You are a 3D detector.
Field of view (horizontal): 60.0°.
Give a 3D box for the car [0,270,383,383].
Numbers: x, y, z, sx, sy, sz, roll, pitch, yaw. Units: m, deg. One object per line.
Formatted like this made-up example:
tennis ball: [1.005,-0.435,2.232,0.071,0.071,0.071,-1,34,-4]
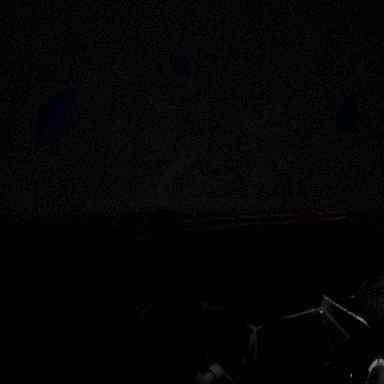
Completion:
car: [0.182,1.603,3.177,4.718,1.301,1.895,0,0,-37]
